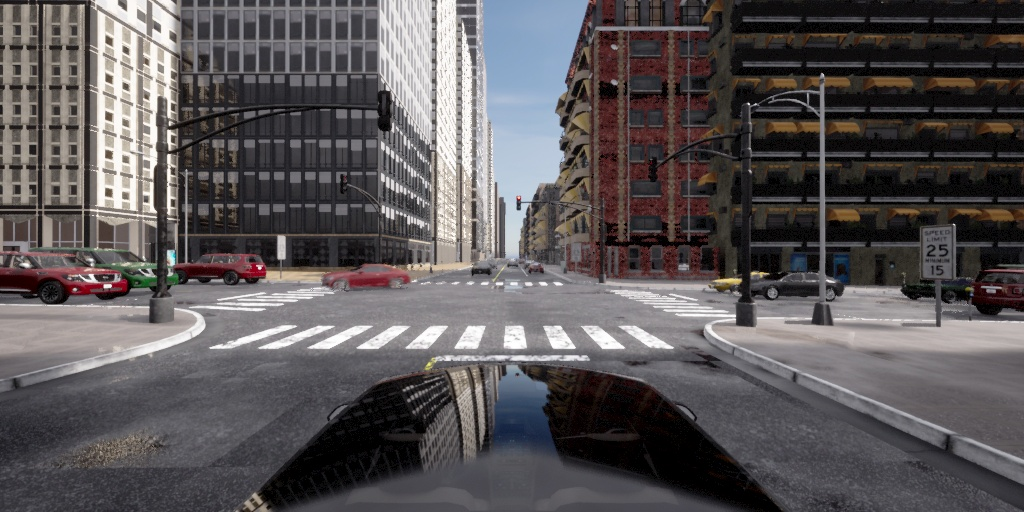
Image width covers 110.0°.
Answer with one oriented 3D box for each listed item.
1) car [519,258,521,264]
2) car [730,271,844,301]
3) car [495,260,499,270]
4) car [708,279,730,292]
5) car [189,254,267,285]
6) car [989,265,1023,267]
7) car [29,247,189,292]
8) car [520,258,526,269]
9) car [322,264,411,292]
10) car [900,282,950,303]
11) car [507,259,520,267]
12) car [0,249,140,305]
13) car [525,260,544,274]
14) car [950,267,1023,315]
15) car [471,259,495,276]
[{"bbox_3d":[2.732,1.321,60.217,2.007,1.370,4.403,0,0,0],"label":"car"},{"bbox_3d":[14.926,1.562,19.328,4.892,1.490,1.837,1,0,2],"label":"car"},{"bbox_3d":[-3.054,1.269,53.555,1.837,1.490,4.892,0,0,0],"label":"car"},{"bbox_3d":[14.645,1.587,21.946,4.829,1.417,1.751,0,0,0],"label":"car"},{"bbox_3d":[-17.696,0.776,21.686,5.009,1.841,2.192,0,0,0],"label":"car"},{"bbox_3d":[24.789,1.450,16.236,5.566,2.045,2.150,1,0,-1],"label":"car"},{"bbox_3d":[-18.240,0.658,15.895,5.566,2.045,2.150,1,0,0],"label":"car"},{"bbox_3d":[2.728,1.317,54.569,2.007,1.370,4.403,0,0,0],"label":"car"},{"bbox_3d":[-8.062,1.162,20.170,4.674,1.442,1.812,1,1,-33],"label":"car"},{"bbox_3d":[24.217,1.827,19.432,4.718,1.301,1.895,1,0,-1],"label":"car"},{"bbox_3d":[0.139,1.338,65.052,1.994,1.385,4.181,0,0,1],"label":"car"},{"bbox_3d":[-17.567,0.757,13.307,5.009,1.841,2.192,0,0,0],"label":"car"},{"bbox_3d":[2.769,1.341,41.651,1.802,1.307,4.207,0,0,0],"label":"car"},{"bbox_3d":[20.607,1.461,13.646,5.009,1.841,2.192,0,0,0],"label":"car"},{"bbox_3d":[-3.075,1.234,36.915,1.882,1.535,5.008,0,0,0],"label":"car"}]
